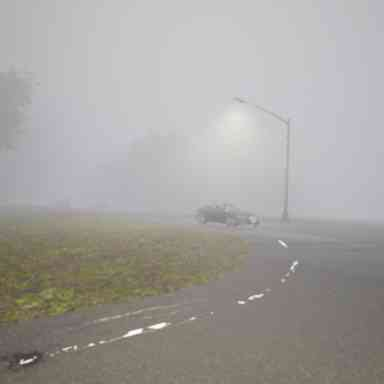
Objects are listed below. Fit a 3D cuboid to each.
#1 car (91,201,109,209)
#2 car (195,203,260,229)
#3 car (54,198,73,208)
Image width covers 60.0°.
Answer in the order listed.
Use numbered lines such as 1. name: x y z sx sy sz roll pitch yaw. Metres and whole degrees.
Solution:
1. car: -16.615 2.282 59.989 1.882 1.535 5.008 4 -3 -35
2. car: 2.135 1.451 21.015 2.128 1.511 4.902 4 -3 -35
3. car: -20.983 1.713 54.286 2.097 1.767 4.553 4 -3 -33
